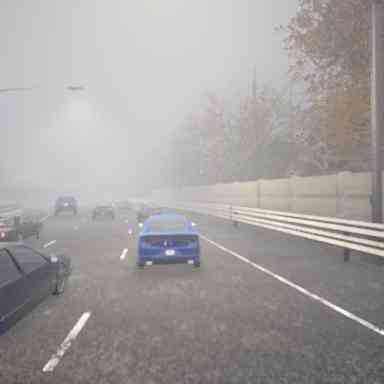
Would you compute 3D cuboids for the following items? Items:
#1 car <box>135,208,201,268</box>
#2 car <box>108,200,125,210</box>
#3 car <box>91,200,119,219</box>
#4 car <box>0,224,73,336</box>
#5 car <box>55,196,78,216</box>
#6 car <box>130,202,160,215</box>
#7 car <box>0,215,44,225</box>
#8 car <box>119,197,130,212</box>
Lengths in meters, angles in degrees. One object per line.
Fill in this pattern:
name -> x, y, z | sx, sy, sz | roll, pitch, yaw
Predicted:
car -> -0.854, 1.527, 11.599 | 1.882, 1.535, 5.008 | 0, 0, -6
car -> -11.169, 1.837, 48.992 | 1.895, 1.301, 4.718 | 0, 0, -20
car -> -8.188, 1.644, 30.637 | 2.128, 1.511, 4.902 | 0, 0, -16
car -> -3.680, 1.585, 5.704 | 2.033, 1.411, 5.357 | 0, 0, -4
car -> -13.644, 1.418, 36.157 | 2.150, 2.045, 5.566 | 0, 0, -20
car -> -3.605, 1.611, 27.099 | 2.128, 1.511, 4.902 | 0, 0, -14
car -> -8.190, 1.693, 14.898 | 1.895, 1.301, 4.718 | 0, 0, -8
car -> -8.847, 1.751, 42.906 | 2.033, 1.411, 5.357 | 0, 0, -21
